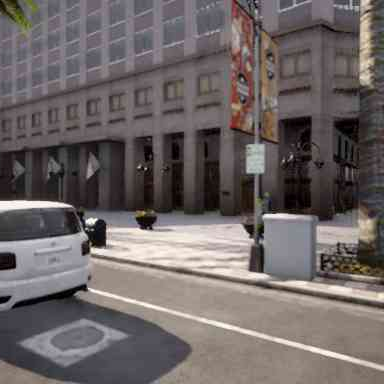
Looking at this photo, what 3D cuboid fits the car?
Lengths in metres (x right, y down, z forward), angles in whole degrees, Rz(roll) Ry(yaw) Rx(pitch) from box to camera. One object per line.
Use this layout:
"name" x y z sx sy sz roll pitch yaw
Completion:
"car" -4.486 1.199 7.054 5.566 2.045 2.150 0 0 35
